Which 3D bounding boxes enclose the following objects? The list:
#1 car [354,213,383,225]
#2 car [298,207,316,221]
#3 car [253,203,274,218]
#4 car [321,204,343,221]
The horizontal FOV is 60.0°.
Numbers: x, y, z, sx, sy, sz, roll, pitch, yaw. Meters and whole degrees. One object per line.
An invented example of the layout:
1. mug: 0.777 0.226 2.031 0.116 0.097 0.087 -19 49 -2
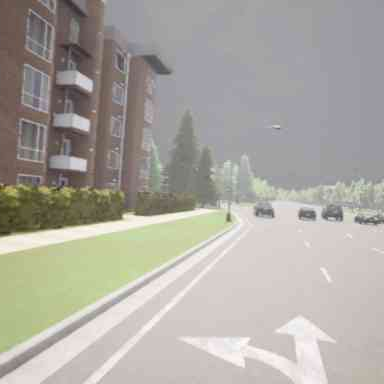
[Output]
1. car: 21.377 3.288 40.973 1.895 1.301 4.718 4 0 15
2. car: 14.339 2.634 41.623 1.882 1.535 5.008 4 0 15
3. car: 8.758 2.085 40.954 2.097 1.767 4.553 4 0 4
4. car: 18.700 2.712 44.414 2.150 2.045 5.566 4 0 15
